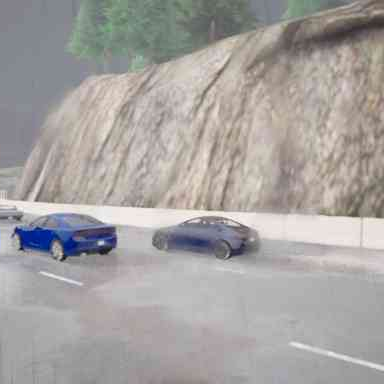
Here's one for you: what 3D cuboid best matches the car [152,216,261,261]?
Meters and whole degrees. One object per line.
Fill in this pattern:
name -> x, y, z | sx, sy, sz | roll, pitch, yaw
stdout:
car -> 0.469, 1.592, 12.563 | 4.181, 1.385, 1.994 | 0, 0, 38

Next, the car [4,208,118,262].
car -> -4.852, 1.503, 12.356 | 5.008, 1.535, 1.882 | 0, 0, 39

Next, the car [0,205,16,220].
car -> -15.217, 1.652, 26.604 | 1.895, 1.301, 4.718 | 0, 0, -45
